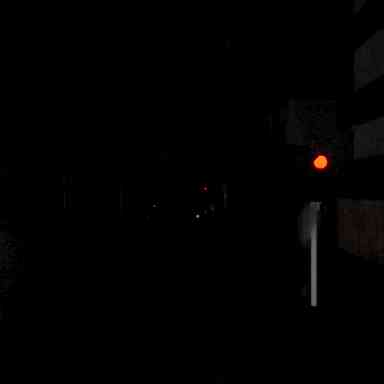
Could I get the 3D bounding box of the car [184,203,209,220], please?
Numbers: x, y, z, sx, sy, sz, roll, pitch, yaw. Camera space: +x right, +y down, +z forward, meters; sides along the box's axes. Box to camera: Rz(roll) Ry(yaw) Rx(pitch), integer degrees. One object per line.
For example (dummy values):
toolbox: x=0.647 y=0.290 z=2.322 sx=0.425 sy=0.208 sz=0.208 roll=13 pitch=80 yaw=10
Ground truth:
car: x=0.325 y=1.601 z=28.352 sx=1.895 sy=1.301 sz=4.718 roll=0 pitch=0 yaw=-3

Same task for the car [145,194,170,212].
car: x=-4.154 y=1.221 z=39.647 sx=2.150 sy=2.045 sz=5.566 roll=0 pitch=0 yaw=0
